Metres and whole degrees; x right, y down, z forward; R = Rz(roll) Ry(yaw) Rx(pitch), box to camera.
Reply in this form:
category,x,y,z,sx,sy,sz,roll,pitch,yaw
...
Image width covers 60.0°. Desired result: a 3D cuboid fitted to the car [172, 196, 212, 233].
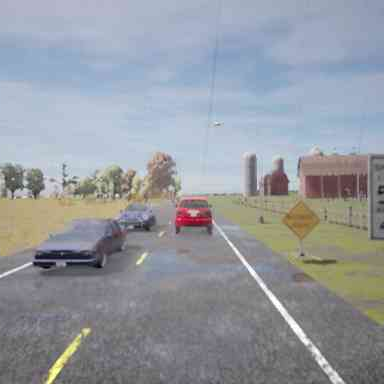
category,x,y,z,sx,sy,sz,roll,pitch,yaw
car,0.097,1.370,21.010,2.150,2.045,5.566,0,0,0

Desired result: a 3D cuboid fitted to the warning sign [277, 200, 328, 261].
category,x,y,z,sx,sy,sz,roll,pitch,yaw
warning sign,3.542,1.193,10.794,1.300,1.860,1.060,0,-1,0

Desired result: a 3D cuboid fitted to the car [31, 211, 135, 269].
category,x,y,z,sx,sy,sz,roll,pitch,yaw
car,-3.596,1.632,11.803,2.033,1.411,5.357,0,0,0

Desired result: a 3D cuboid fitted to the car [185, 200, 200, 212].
category,x,y,z,sx,sy,sz,roll,pitch,yaw
car,0.084,1.803,44.215,1.837,1.490,4.892,0,-1,0

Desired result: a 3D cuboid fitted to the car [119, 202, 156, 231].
category,x,y,z,sx,sy,sz,roll,pitch,yaw
car,-3.590,1.507,21.921,2.097,1.767,4.553,0,0,0

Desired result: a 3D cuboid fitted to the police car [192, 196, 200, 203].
category,x,y,z,sx,sy,sz,roll,pitch,yaw
police car,1.044,1.971,85.894,1.930,1.638,5.238,0,0,0
